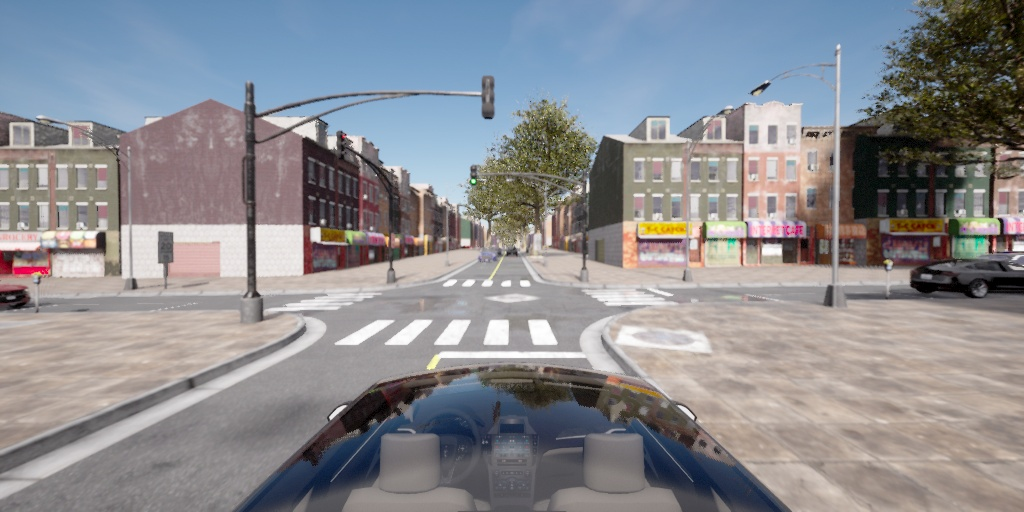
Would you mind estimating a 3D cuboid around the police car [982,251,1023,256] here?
[{"bbox_3d":[21.612,0.601,15.757,4.974,1.542,2.038,-1,1,0],"label":"police car"}]

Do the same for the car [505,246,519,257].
[{"bbox_3d":[0.009,-0.694,57.243,1.837,1.490,4.892,0,2,0],"label":"car"}]

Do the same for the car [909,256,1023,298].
[{"bbox_3d":[17.212,0.762,13.114,4.313,1.339,1.948,0,0,0],"label":"car"}]

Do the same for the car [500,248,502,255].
[{"bbox_3d":[-2.740,-0.902,62.244,2.128,1.511,4.902,0,2,0],"label":"car"}]

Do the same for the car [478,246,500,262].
[{"bbox_3d":[-2.831,-0.214,42.404,2.097,1.767,4.553,0,2,0],"label":"car"}]

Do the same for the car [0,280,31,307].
[{"bbox_3d":[-20.369,1.303,12.988,4.507,1.381,1.888,0,0,0],"label":"car"}]
